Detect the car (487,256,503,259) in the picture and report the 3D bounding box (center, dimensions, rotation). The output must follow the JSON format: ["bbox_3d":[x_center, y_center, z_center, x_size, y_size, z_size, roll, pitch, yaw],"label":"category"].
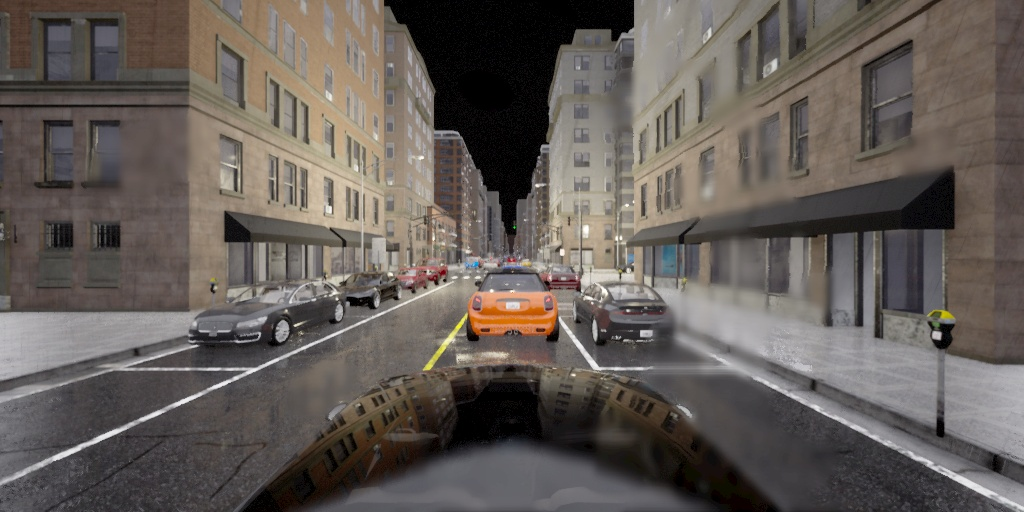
[{"bbox_3d":[-3.120,1.198,63.437,1.882,1.535,5.008,0,0,1],"label":"car"}]

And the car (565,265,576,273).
[{"bbox_3d":[2.654,1.183,20.315,1.967,1.591,4.097,0,0,0],"label":"car"}]

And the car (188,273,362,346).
[{"bbox_3d":[-5.863,1.298,9.234,2.007,1.370,4.403,0,0,0],"label":"car"}]

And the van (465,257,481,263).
[{"bbox_3d":[-5.901,1.067,52.753,1.690,1.789,3.998,0,0,0],"label":"van"}]

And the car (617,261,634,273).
[{"bbox_3d":[14.532,1.229,40.950,4.892,1.490,1.837,0,0,1],"label":"car"}]

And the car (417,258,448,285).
[{"bbox_3d":[-5.877,1.055,25.805,2.192,1.841,5.009,0,0,0],"label":"car"}]

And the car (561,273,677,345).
[{"bbox_3d":[2.663,1.298,9.264,2.007,1.370,4.403,0,0,0],"label":"car"}]

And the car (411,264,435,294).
[{"bbox_3d":[-5.872,1.325,20.282,1.802,1.307,4.207,0,0,0],"label":"car"}]

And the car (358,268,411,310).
[{"bbox_3d":[-5.867,1.311,14.758,1.948,1.339,4.313,0,0,0],"label":"car"}]

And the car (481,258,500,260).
[{"bbox_3d":[-3.123,1.328,51.881,1.895,1.301,4.718,0,0,-1],"label":"car"}]

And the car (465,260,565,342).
[{"bbox_3d":[0.013,1.099,9.926,2.097,1.767,4.553,0,0,0],"label":"car"}]

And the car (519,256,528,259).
[{"bbox_3d":[2.614,1.245,64.146,1.751,1.417,4.829,0,0,0],"label":"car"}]
